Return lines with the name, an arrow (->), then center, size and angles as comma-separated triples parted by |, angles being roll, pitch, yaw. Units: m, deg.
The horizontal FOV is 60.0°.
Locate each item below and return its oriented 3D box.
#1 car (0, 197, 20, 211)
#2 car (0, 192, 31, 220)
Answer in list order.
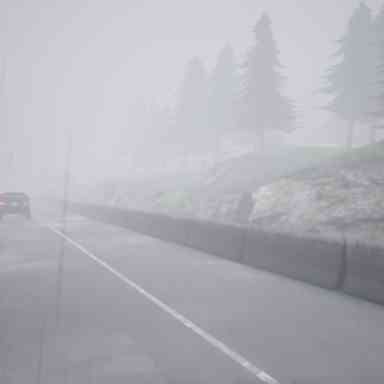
car -> -20.578, 1.309, 37.405 | 1.994, 1.385, 4.181 | 0, 1, -30
car -> -14.223, 1.038, 26.532 | 2.150, 2.045, 5.566 | 0, 0, -30
